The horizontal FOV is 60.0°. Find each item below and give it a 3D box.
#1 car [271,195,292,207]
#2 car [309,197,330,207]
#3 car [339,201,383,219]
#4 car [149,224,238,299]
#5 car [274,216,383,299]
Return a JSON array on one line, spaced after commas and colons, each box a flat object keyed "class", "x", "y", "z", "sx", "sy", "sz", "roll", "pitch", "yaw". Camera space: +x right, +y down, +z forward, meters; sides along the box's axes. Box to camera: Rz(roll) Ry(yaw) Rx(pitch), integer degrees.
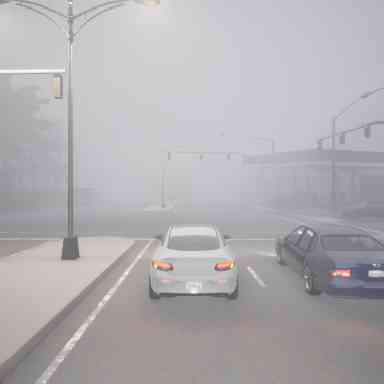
[{"class": "car", "x": 12.882, "y": 1.295, "z": 47.935, "sx": 2.242, "sy": 1.667, "sz": 4.611, "roll": 0, "pitch": 0, "yaw": 0}, {"class": "car", "x": 18.622, "y": 1.456, "z": 48.737, "sx": 1.970, "sy": 1.475, "sz": 3.806, "roll": 0, "pitch": 0, "yaw": 0}, {"class": "car", "x": 14.744, "y": 1.526, "z": 27.801, "sx": 4.674, "sy": 1.442, "sz": 1.812, "roll": 0, "pitch": 0, "yaw": -1}, {"class": "car", "x": 0.029, "y": 1.526, "z": 8.303, "sx": 1.812, "sy": 1.442, "sz": 4.674, "roll": 0, "pitch": 0, "yaw": 0}, {"class": "car", "x": 3.508, "y": 1.547, "z": 8.611, "sx": 2.033, "sy": 1.411, "sz": 5.357, "roll": 0, "pitch": 0, "yaw": 3}]
